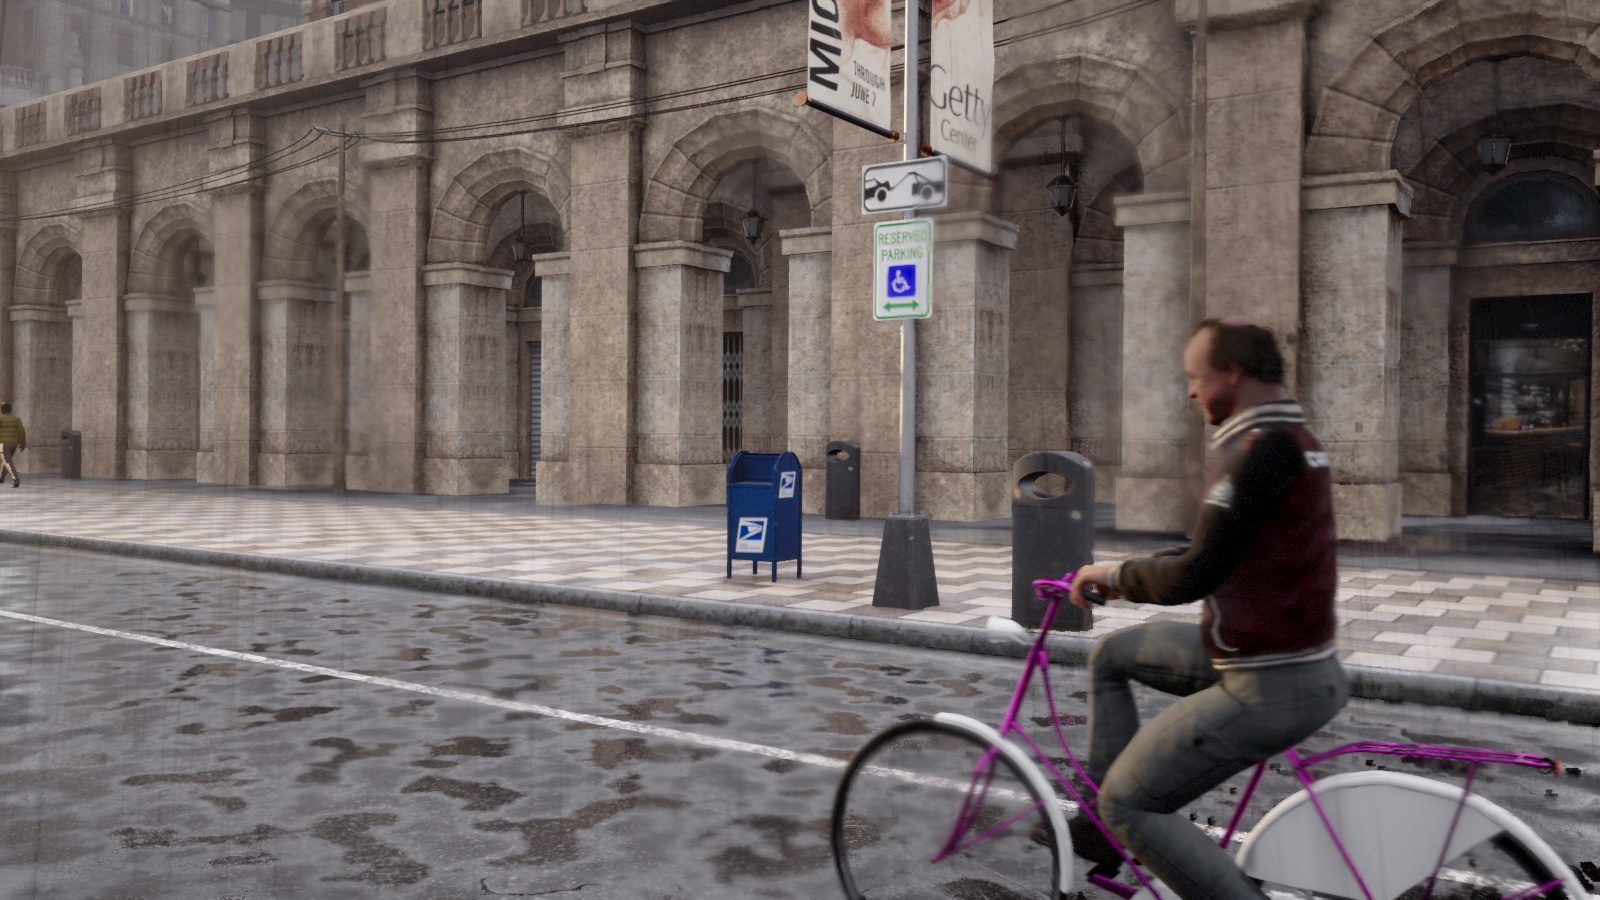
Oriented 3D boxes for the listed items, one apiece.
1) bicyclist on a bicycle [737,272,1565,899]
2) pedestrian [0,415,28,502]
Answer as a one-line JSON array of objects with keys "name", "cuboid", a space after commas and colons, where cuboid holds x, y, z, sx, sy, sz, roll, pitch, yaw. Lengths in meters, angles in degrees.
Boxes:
[{"name": "bicyclist on a bicycle", "cuboid": [0.790, 0.552, 3.097, 1.843, 1.776, 0.659, 0, 1, 34]}, {"name": "pedestrian", "cuboid": [-16.975, 0.174, 26.912, 0.709, 1.840, 0.431, 0, 1, 33]}]
